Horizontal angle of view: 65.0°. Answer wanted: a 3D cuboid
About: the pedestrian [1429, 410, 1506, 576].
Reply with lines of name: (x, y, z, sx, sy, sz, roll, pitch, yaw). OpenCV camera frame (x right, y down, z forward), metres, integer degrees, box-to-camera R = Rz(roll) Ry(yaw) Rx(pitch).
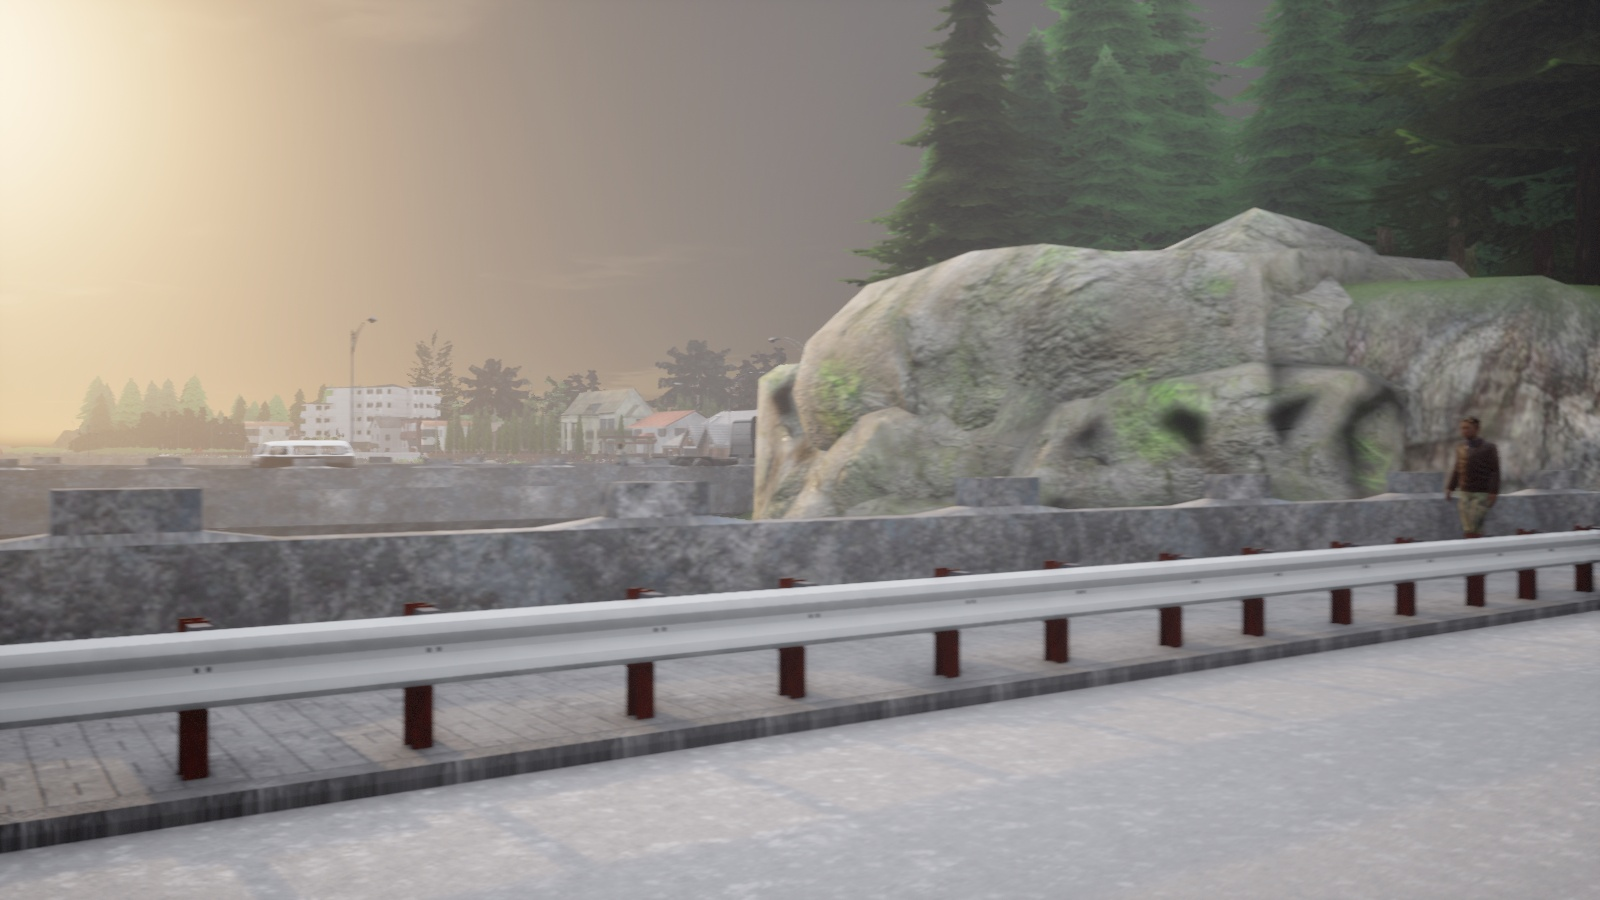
pedestrian: (7.598, 0.475, 14.299, 0.703, 1.840, 0.431, 0, 0, -26)

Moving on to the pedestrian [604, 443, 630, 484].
pedestrian: (-8.339, 0.614, 57.181, 0.900, 1.855, 0.874, 0, 0, -35)

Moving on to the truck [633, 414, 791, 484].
truck: (-4.574, -0.060, 66.265, 7.936, 3.462, 2.891, 0, 0, -35)

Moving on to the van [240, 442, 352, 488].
van: (-23.307, 0.661, 58.116, 4.480, 2.038, 2.069, 0, 0, -35)
